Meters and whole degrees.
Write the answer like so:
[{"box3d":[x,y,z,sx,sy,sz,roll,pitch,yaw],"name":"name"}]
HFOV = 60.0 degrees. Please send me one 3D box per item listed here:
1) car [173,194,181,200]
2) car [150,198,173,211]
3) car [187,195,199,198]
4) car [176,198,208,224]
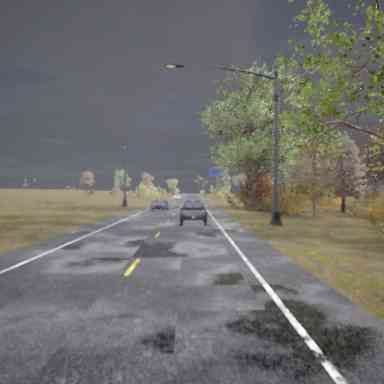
[{"box3d":[-3.510,1.250,76.651,1.812,1.442,4.674,0,0,0],"name":"car"},{"box3d":[-3.596,1.424,37.714,1.994,1.385,4.181,0,0,0],"name":"car"},{"box3d":[0.095,1.197,42.107,2.097,1.767,4.553,0,0,0],"name":"car"},{"box3d":[0.098,1.402,23.698,2.128,1.511,4.902,0,0,0],"name":"car"}]
